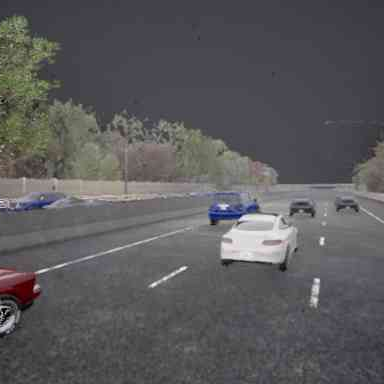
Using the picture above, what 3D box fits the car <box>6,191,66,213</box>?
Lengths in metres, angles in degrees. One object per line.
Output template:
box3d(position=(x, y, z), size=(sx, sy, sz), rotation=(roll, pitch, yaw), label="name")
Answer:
box3d(position=(-13.144, 0.987, 28.840), size=(2.150, 2.045, 5.566), rotation=(0, 1, 22), label="car")

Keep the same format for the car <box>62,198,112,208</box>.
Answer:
box3d(position=(-7.227, 1.335, 24.817), size=(1.994, 1.385, 4.181), rotation=(0, 1, 22), label="car")

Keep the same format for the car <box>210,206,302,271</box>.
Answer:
box3d(position=(2.250, 1.391, 10.533), size=(1.812, 1.442, 4.674), rotation=(0, 1, 22), label="car")

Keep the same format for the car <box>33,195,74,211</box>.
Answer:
box3d(position=(-10.079, 1.270, 27.088), size=(1.837, 1.490, 4.892), rotation=(0, 1, 22), label="car")

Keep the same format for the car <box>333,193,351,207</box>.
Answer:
box3d(position=(18.504, 0.934, 41.084), size=(1.837, 1.490, 4.892), rotation=(0, 1, 23), label="car")

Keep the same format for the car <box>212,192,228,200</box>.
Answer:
box3d(position=(5.467, 0.798, 64.665), size=(1.812, 1.442, 4.674), rotation=(0, 1, 23), label="car")

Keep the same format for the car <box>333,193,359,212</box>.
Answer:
box3d(position=(14.498, 1.064, 31.219), size=(1.837, 1.490, 4.892), rotation=(0, 1, 23), label="car")

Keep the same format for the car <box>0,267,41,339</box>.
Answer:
box3d(position=(-4.246, 1.582, 3.942), size=(1.895, 1.301, 4.718), rotation=(0, 1, 22), label="car")

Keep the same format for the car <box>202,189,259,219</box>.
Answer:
box3d(position=(2.771, 0.969, 21.008), size=(2.150, 2.045, 5.566), rotation=(0, 1, 22), label="car")

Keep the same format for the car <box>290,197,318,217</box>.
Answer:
box3d(position=(9.113, 1.143, 27.212), size=(1.837, 1.490, 4.892), rotation=(0, 1, 22), label="car")

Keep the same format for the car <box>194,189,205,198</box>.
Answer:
box3d(position=(2.331, 0.499, 66.221), size=(2.150, 2.045, 5.566), rotation=(0, 1, 23), label="car")
